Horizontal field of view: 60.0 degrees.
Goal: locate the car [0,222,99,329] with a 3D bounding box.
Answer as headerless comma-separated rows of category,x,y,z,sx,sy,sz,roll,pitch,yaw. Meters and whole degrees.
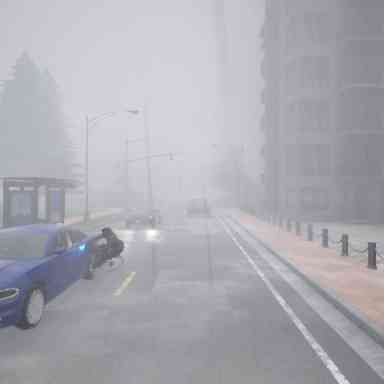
car,-3.506,1.480,7.163,1.882,1.535,5.008,0,0,1

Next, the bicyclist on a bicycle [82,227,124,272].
bicyclist on a bicycle,-2.305,1.504,8.391,1.656,1.620,0.582,11,34,-37

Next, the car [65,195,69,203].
car,-23.910,1.160,60.095,1.932,1.855,4.605,0,0,0

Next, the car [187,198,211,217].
car,0.656,1.352,30.951,2.097,1.767,4.553,0,0,1

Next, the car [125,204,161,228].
car,-3.188,1.526,22.456,1.812,1.442,4.674,0,0,2
